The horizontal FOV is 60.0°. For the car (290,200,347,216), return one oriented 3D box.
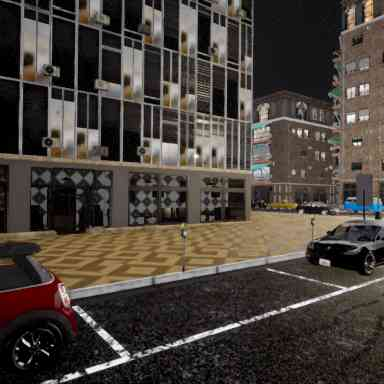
[{"bbox_3d":[12.294,1.620,32.684,2.008,1.369,4.403,0,-1,-35],"label":"car"}]

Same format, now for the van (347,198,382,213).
[{"bbox_3d":[19.184,1.525,37.457,1.690,1.788,3.998,0,-1,-35],"label":"van"}]

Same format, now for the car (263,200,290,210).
[{"bbox_3d":[12.762,1.788,46.716,1.752,1.417,4.829,0,-1,-35],"label":"car"}]

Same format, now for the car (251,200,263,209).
[{"bbox_3d":[9.698,1.865,51.137,1.947,1.339,4.313,0,-1,-35],"label":"car"}]

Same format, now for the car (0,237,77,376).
[{"bbox_3d":[-3.647,1.440,3.947,4.097,1.590,1.967,0,1,-35],"label":"car"}]

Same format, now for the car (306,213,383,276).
[{"bbox_3d":[5.435,1.567,10.415,4.313,1.339,1.947,0,1,-35],"label":"car"}]
